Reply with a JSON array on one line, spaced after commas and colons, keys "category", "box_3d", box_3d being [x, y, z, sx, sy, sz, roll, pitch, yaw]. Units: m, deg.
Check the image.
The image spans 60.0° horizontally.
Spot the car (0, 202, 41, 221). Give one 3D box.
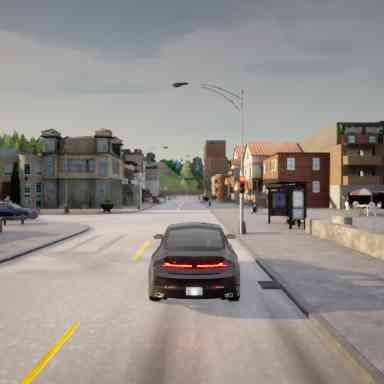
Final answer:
[{"category": "car", "box_3d": [-14.567, 1.526, 26.532, 4.674, 1.442, 1.812, 0, 0, 0]}]

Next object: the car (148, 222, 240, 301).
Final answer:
[{"category": "car", "box_3d": [0.062, 1.505, 8.294, 1.837, 1.490, 4.892, 0, 0, 1]}]
